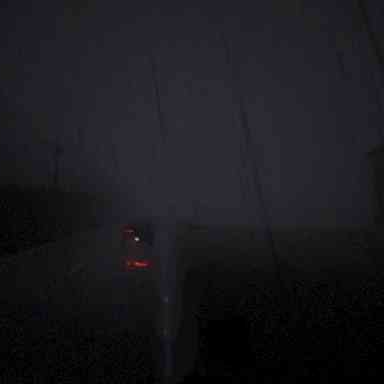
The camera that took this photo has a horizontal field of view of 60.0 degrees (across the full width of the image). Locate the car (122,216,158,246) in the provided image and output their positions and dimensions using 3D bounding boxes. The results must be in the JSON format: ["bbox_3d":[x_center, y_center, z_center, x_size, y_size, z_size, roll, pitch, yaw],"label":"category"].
[{"bbox_3d":[-3.334,2.554,21.352,1.837,1.490,4.892,2,-3,-5],"label":"car"}]
